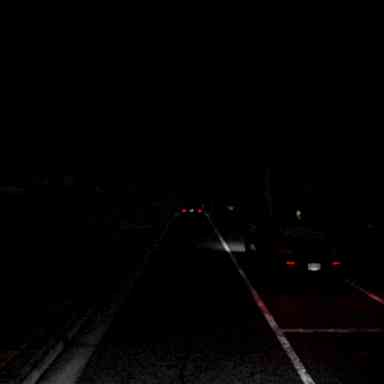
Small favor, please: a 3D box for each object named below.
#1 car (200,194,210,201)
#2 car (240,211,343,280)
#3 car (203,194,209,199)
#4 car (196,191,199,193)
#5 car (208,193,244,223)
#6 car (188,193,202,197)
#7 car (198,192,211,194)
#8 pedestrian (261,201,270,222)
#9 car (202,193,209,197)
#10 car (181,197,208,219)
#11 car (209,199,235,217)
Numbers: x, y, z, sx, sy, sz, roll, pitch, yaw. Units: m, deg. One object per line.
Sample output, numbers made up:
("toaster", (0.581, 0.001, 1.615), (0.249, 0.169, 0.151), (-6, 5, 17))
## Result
("car", (2.656, 1.080, 69.371), (1.802, 1.307, 4.206), (2, 0, 0))
("car", (2.750, 1.504, 9.788), (1.812, 1.442, 4.674), (0, 0, 0))
("car", (2.660, 1.337, 41.601), (1.947, 1.339, 4.313), (2, 1, 0))
("car", (2.658, 0.763, 91.584), (1.967, 1.590, 4.097), (2, 0, 0))
("car", (2.665, 1.219, 24.931), (2.192, 1.841, 5.009), (2, 0, 0))
("car", (0.018, 1.289, 45.195), (2.033, 1.411, 5.357), (0, 0, 1))
("car", (2.667, 0.918, 58.262), (2.192, 1.841, 5.009), (2, 1, 0))
("pedestrian", (2.749, 1.261, 12.651), (0.375, 1.860, 0.375), (2, -1, 0))
("car", (2.660, 1.281, 47.157), (1.947, 1.339, 4.313), (2, 1, 0))
("car", (0.019, 1.441, 27.494), (2.033, 1.411, 5.357), (0, 0, 0))
("car", (2.659, 1.411, 30.489), (1.887, 1.381, 4.507), (2, 0, 0))
